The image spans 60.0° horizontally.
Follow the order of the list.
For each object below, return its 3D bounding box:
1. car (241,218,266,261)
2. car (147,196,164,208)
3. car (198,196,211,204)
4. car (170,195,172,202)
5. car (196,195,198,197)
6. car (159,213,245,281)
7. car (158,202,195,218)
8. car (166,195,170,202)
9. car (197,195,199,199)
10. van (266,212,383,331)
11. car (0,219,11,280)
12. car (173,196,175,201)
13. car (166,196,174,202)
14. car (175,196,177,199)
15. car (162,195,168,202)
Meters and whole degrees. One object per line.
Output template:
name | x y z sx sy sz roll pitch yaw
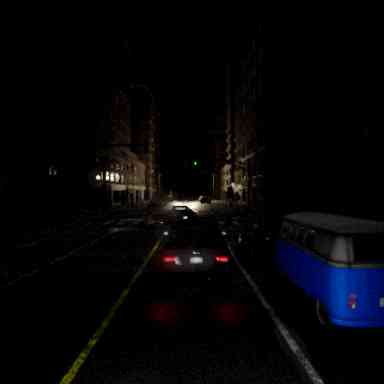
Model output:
car | 2.849 1.607 12.323 1.947 1.339 4.313 0 0 0
car | -5.695 1.675 50.137 1.752 1.417 4.829 0 0 0
car | 2.821 1.645 66.700 1.967 1.590 4.097 0 0 0
car | -5.704 1.750 66.659 1.887 1.381 4.507 0 0 0
car | 2.807 1.839 94.112 1.752 1.417 4.829 0 0 0
car | 0.095 1.581 9.952 2.033 1.411 5.357 0 0 0
car | -0.937 1.638 23.560 1.994 1.385 4.181 0 0 -14
car | -5.701 1.731 61.208 1.887 1.381 4.507 0 0 0
car | 2.816 1.797 77.596 2.008 1.369 4.403 0 0 0
van | 2.852 1.364 6.663 1.690 1.788 3.998 0 0 0
car | -5.673 1.338 6.619 2.192 1.841 5.009 0 0 0
car | -5.709 1.797 77.561 2.008 1.369 4.403 0 0 0
car | -5.715 1.815 88.292 1.752 1.417 4.829 0 0 0
car | -5.713 1.583 83.012 2.192 1.841 5.009 0 0 0
car | -5.698 1.719 55.757 2.008 1.369 4.403 0 0 0
